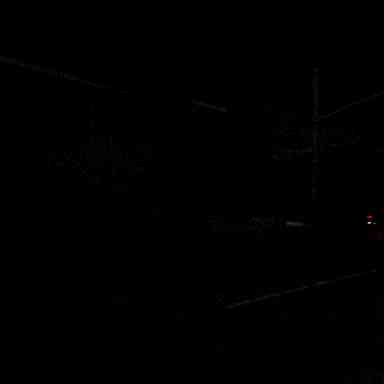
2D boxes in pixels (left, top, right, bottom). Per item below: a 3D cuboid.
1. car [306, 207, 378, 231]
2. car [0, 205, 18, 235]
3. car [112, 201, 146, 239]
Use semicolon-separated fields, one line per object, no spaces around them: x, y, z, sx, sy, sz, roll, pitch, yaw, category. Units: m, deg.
10.324;1.791;23.284;2.128;1.511;4.902;1;0;-35;car
-11.267;1.525;18.752;2.242;1.667;4.611;1;0;-35;car
-4.139;1.441;18.482;1.905;1.878;3.866;1;0;-35;car
